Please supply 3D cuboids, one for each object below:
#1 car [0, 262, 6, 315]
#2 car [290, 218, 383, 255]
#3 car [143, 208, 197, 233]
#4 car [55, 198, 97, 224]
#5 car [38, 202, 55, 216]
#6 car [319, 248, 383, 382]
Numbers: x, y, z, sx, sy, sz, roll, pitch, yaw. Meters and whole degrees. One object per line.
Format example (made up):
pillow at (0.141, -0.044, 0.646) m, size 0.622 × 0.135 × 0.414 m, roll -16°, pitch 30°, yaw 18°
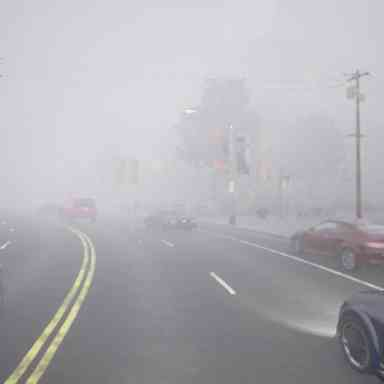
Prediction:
car at (-4.177, 1.585, 4.507) m, size 1.812 × 1.442 × 4.674 m, roll 0°, pitch -1°, yaw -8°
car at (5.109, 1.591, 11.143) m, size 2.002 × 1.452 × 4.674 m, roll 0°, pitch -1°, yaw -14°
car at (-1.523, 1.734, 21.043) m, size 2.033 × 1.411 × 5.357 m, roll 0°, pitch -1°, yaw -25°
car at (-9.804, 1.512, 28.400) m, size 2.150 × 2.045 × 5.566 m, roll 0°, pitch 0°, yaw -33°
car at (-16.692, 1.889, 38.932) m, size 1.882 × 1.535 × 5.008 m, roll 0°, pitch 0°, yaw -33°
car at (3.137, 1.576, 3.065) m, size 1.994 × 1.385 × 4.181 m, roll 0°, pitch 0°, yaw -4°
